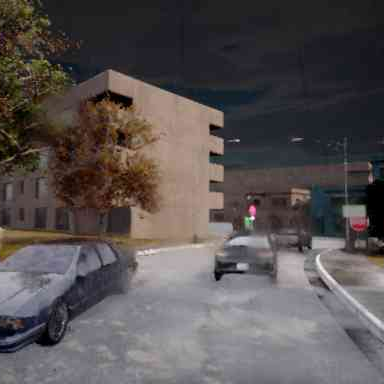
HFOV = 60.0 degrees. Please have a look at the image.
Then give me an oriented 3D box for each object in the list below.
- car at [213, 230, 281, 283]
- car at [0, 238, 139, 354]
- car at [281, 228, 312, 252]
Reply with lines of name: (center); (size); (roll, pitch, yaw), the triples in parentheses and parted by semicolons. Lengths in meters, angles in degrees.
car: (1.887, 1.992, 11.019); (1.812, 1.442, 4.674); (-1, -5, 14)
car: (-2.671, 1.710, 6.889); (2.033, 1.411, 5.357); (0, -3, 9)
car: (7.158, 3.306, 23.387); (2.128, 1.511, 4.902); (-2, -7, 30)
